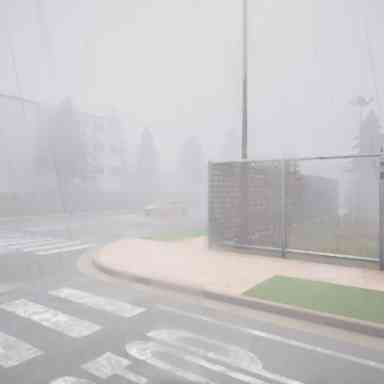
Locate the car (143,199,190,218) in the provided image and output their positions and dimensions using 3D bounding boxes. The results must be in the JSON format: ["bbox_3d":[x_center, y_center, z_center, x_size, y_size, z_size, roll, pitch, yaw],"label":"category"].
[{"bbox_3d":[-2.128,1.360,28.892,1.882,1.535,5.008,0,0,35],"label":"car"}]
